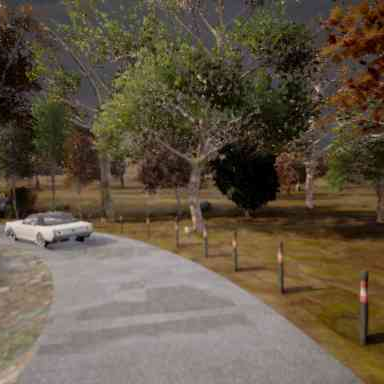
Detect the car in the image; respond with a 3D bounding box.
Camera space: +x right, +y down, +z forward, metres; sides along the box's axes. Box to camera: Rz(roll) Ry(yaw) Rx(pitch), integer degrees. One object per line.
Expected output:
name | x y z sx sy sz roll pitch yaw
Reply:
car | -6.544 1.582 14.900 4.718 1.301 1.895 0 3 40
